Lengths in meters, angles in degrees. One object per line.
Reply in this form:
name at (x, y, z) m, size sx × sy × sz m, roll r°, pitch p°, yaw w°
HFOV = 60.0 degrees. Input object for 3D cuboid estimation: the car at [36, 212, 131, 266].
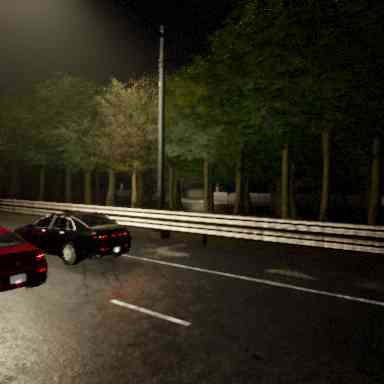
car at (-4.201, 1.435, 11.289) m, size 4.892 × 1.490 × 1.837 m, roll 1°, pitch 0°, yaw 35°

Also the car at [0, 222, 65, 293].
car at (-5.179, 1.464, 7.684) m, size 4.674 × 1.442 × 1.812 m, roll 1°, pitch 0°, yaw 36°
